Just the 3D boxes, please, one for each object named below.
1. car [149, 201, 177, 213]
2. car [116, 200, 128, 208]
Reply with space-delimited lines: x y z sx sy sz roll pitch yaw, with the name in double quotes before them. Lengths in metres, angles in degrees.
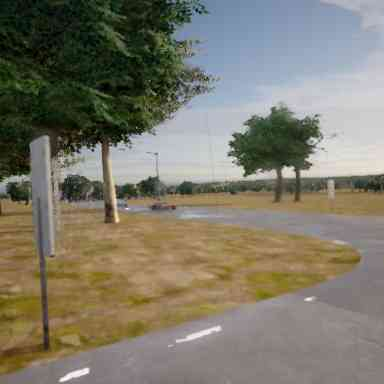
"car" -3.673 1.813 41.554 1.895 1.301 4.718 -3 1 -30
"car" -12.611 2.065 57.644 1.812 1.442 4.674 -3 1 -28
